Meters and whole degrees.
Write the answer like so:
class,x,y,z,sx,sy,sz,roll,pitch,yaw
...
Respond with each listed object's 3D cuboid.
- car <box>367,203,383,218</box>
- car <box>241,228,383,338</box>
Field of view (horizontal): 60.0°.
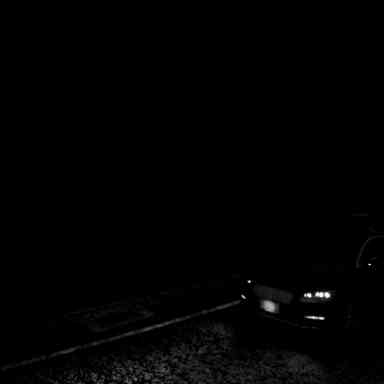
class,x,y,z,sx,sy,sz,roll,pitch,yaw
car,19.848,1.882,34.257,1.812,1.442,4.674,1,0,5
car,3.009,1.565,6.934,4.902,1.511,2.128,1,0,-43
